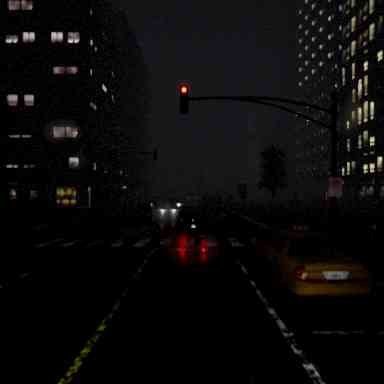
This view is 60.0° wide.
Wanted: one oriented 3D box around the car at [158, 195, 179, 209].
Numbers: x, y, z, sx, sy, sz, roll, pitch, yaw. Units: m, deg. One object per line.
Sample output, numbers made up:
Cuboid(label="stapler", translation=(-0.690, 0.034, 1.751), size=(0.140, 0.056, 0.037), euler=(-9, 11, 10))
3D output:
Cuboid(label="car", translation=(-3.104, 1.492, 44.620), size=(1.837, 1.490, 4.892), euler=(0, 0, 0))

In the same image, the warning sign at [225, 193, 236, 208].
Cuboid(label="warning sign", translation=(5.064, 1.102, 44.016), size=(1.300, 1.860, 1.060), euler=(0, 0, 0))

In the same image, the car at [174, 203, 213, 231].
Cuboid(label="car", translation=(0.076, 1.615, 20.893), size=(1.895, 1.301, 4.718), euler=(0, 0, 0))

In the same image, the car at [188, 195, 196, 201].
Cuboid(label="car", translation=(-0.015, 1.471, 79.952), size=(2.033, 1.411, 5.357), euler=(0, 0, 0))

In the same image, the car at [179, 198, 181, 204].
Cuboid(label="car", translation=(-3.064, 1.564, 62.418), size=(1.994, 1.385, 4.181), euler=(0, 0, 1))

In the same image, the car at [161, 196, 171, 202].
Cuboid(label="car", translation=(-5.708, 1.593, 73.917), size=(1.802, 1.307, 4.206), euler=(0, 0, 0))

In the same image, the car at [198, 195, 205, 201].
Cuboid(label="car", translation=(2.669, 1.557, 90.668), size=(1.752, 1.417, 4.829), euler=(0, 0, 0))

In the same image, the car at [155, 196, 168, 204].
Cuboid(label="car", translation=(-5.706, 1.545, 62.862), size=(1.887, 1.381, 4.507), euler=(0, 0, 0))

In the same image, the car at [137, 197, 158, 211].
Cuboid(label="car", translation=(-5.701, 1.537, 40.757), size=(2.008, 1.369, 4.403), euler=(0, 0, 0))

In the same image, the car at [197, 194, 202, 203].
Cuboid(label="car", translation=(2.673, 1.315, 62.864), size=(2.192, 1.841, 5.009), euler=(0, 0, 0))

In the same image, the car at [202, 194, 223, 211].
Cuboid(label="car", translation=(2.677, 1.301, 40.759), size=(2.192, 1.841, 5.009), euler=(0, 0, 0))

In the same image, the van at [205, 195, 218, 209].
Cuboid(label="van", translation=(2.676, 1.329, 46.285), size=(1.690, 1.788, 3.998), euler=(0, 0, 0))

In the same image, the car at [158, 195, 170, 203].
Cuboid(label="car", translation=(-5.708, 1.446, 68.390), size=(1.967, 1.590, 4.097), euler=(0, 0, 0))

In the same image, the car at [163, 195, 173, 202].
Cuboid(label="car", translation=(-5.710, 1.457, 79.443), size=(1.967, 1.590, 4.097), euler=(0, 0, 0))

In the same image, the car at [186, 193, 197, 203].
Cuboid(label="car", translation=(-0.014, 1.228, 69.564), size=(2.150, 2.045, 5.566), euler=(0, 0, 0))

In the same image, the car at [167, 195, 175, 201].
Cuboid(label="car", translation=(-5.711, 1.557, 90.327), size=(1.752, 1.417, 4.829), euler=(0, 0, 0))

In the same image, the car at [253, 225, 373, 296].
Cuboid(label="car", translation=(2.685, 1.519, 8.516), size=(1.752, 1.417, 4.829), euler=(0, 0, 0))

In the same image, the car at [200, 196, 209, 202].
Cuboid(label="car", translation=(2.672, 1.556, 73.918), size=(1.887, 1.381, 4.507), euler=(0, 0, 0))

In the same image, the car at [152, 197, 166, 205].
Cuboid(label="car", translation=(-5.705, 1.546, 57.337), size=(2.008, 1.369, 4.403), euler=(0, 0, 0))
